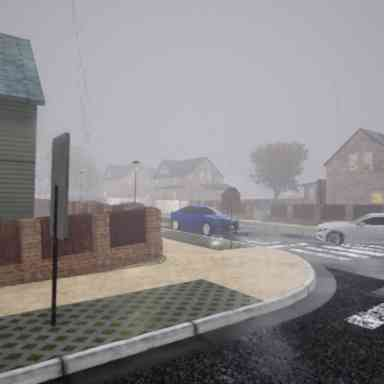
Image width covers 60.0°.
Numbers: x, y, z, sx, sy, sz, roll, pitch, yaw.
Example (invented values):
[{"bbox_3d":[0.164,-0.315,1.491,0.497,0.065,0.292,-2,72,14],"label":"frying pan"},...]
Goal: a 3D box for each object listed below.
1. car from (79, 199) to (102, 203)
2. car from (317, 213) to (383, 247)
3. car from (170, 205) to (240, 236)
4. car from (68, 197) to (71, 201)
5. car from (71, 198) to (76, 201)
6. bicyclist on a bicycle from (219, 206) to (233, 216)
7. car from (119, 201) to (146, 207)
[{"bbox_3d":[-10.406,1.589,35.356,1.812,1.442,4.674,2,-1,-33],"label":"car"},{"bbox_3d":[7.777,1.612,14.028,4.674,1.442,1.812,1,0,26],"label":"car"},{"bbox_3d":[0.609,1.497,18.746,1.882,1.535,5.008,2,-1,-33],"label":"car"},{"bbox_3d":[-21.137,1.674,56.827,1.837,1.490,4.892,2,-1,-34],"label":"car"},{"bbox_3d":[-15.721,1.686,48.674,1.812,1.442,4.674,2,-1,-34],"label":"car"},{"bbox_3d":[2.649,1.490,26.270,1.656,1.620,0.582,2,-1,-34],"label":"bicyclist on a bicycle"},{"bbox_3d":[-4.706,1.546,26.754,1.837,1.490,4.892,2,-1,-33],"label":"car"}]
